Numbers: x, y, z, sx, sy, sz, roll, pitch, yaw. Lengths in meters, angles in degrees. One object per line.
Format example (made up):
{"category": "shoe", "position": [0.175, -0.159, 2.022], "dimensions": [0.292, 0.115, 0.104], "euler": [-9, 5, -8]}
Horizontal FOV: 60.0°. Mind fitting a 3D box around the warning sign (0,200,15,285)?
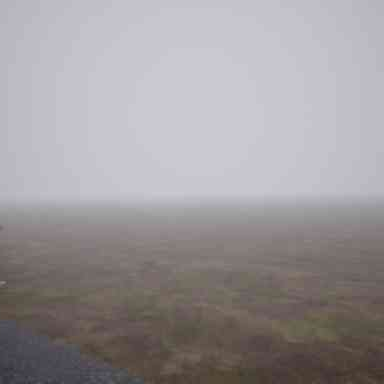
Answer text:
{"category": "warning sign", "position": [-4.862, 1.132, 7.380], "dimensions": [1.060, 1.860, 1.300], "euler": [0, 0, 35]}
